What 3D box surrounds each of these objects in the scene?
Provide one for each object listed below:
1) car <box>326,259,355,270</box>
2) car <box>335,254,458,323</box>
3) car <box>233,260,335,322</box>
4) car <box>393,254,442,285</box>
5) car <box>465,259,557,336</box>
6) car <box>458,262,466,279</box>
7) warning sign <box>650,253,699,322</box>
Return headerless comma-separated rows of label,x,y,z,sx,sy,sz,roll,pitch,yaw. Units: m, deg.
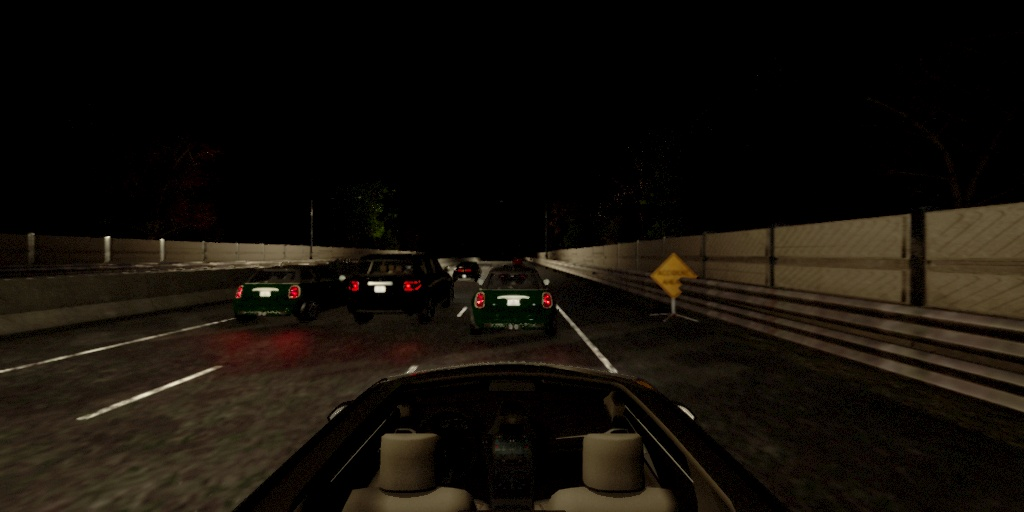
car,-24.557,1.144,51.587,1.837,1.490,4.892,0,0,0
car,-3.436,0.942,12.082,2.150,2.045,5.566,0,0,0
car,-6.936,1.071,12.226,2.097,1.767,4.553,0,0,0
car,-6.938,0.907,27.001,2.150,2.045,5.566,0,0,0
car,0.053,1.077,10.407,2.097,1.767,4.553,0,0,0
car,-3.431,1.186,28.292,1.837,1.490,4.892,0,1,0
warning sign,4.550,0.839,10.120,1.300,1.860,1.060,0,0,0
